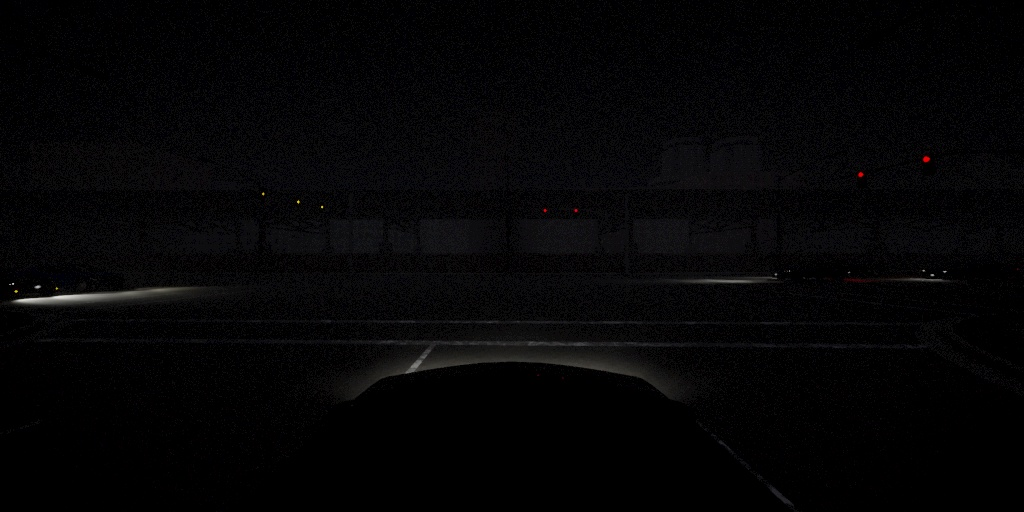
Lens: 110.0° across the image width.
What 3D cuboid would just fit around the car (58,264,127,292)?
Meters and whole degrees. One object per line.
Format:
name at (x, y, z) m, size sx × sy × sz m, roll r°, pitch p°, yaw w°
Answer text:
car at (-25.197, 1.204, 20.633) m, size 5.008 × 1.535 × 1.882 m, roll 0°, pitch 0°, yaw 2°

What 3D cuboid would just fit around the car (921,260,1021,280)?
car at (33.539, 0.986, 26.266) m, size 5.357 × 1.411 × 2.033 m, roll -1°, pitch 0°, yaw 2°

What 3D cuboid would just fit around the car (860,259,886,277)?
car at (28.076, 0.994, 29.914) m, size 4.902 × 1.511 × 2.128 m, roll -1°, pitch 0°, yaw 2°

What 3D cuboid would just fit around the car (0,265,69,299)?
car at (-24.557, 1.296, 17.113) m, size 4.181 × 1.385 × 1.994 m, roll 0°, pitch 0°, yaw 2°

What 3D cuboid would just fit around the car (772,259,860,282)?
car at (22.060, 1.070, 26.566) m, size 4.902 × 1.511 × 2.128 m, roll -1°, pitch 0°, yaw 1°
